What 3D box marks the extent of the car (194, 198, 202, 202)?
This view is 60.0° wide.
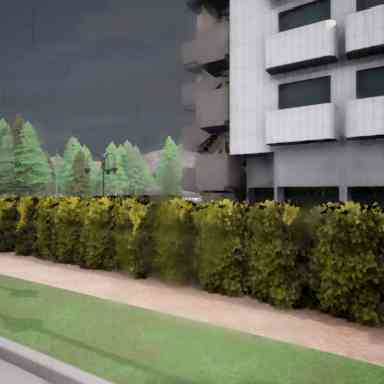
[{"bbox_3d":[1.817,1.547,45.648,2.033,1.411,5.357,0,0,35],"label":"car"}]
